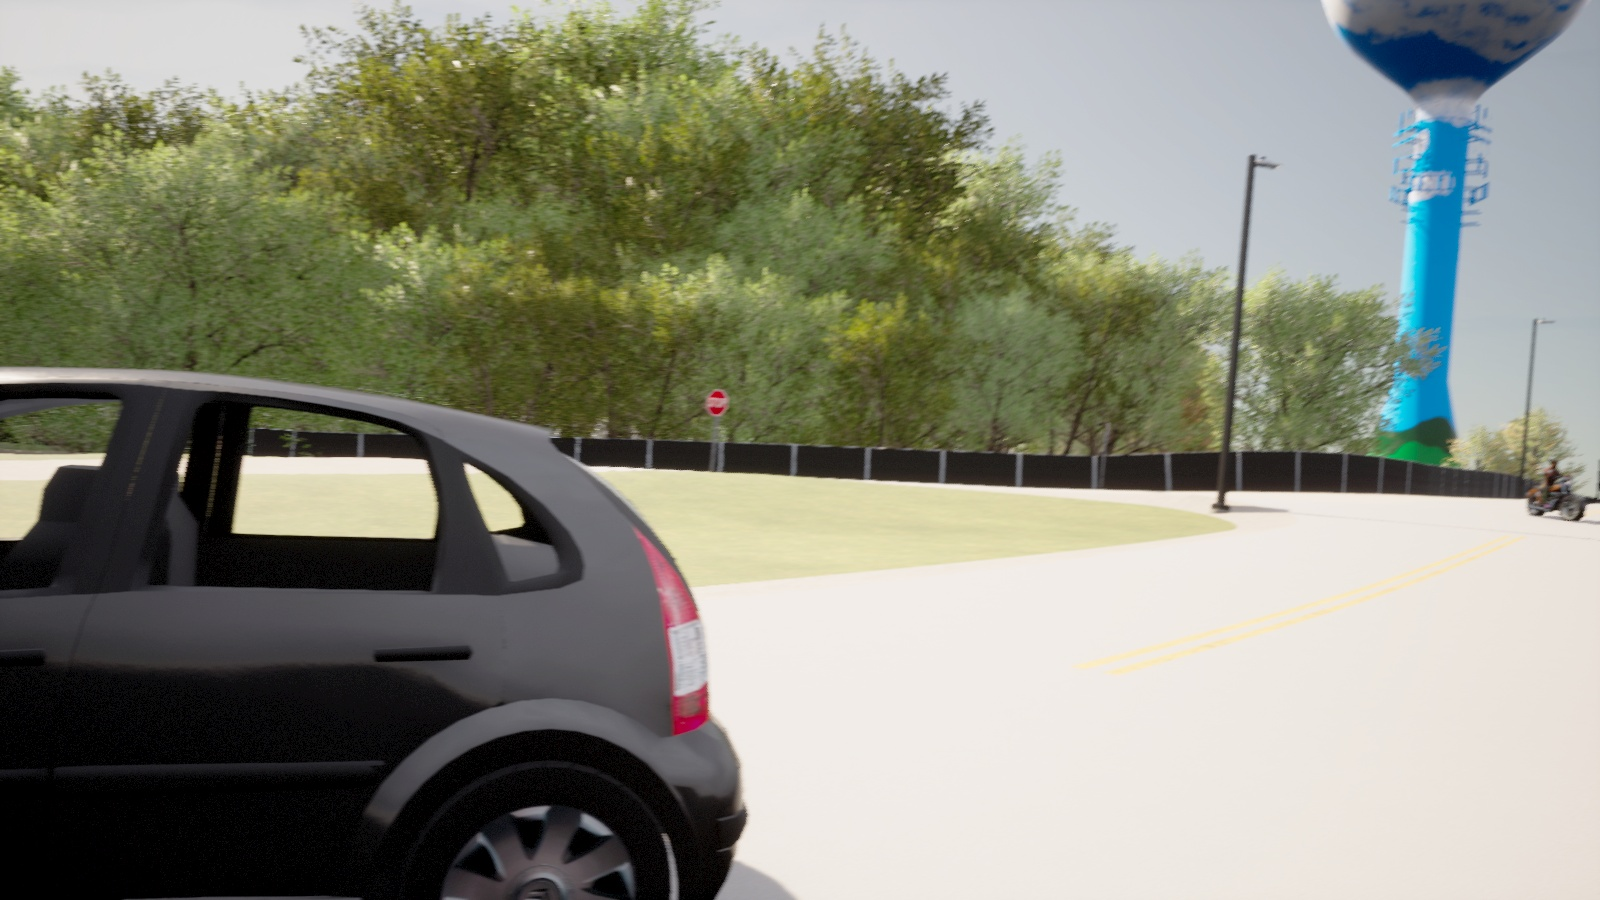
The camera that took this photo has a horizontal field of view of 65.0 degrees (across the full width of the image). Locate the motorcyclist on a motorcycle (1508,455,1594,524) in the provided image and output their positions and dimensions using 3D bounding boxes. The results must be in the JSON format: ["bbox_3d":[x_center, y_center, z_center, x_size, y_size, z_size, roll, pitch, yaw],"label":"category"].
[{"bbox_3d":[20.054,1.033,33.606,0.766,1.649,2.350,5,2,1],"label":"motorcyclist on a motorcycle"}]

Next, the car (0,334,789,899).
[{"bbox_3d":[-2.254,0.519,3.542,3.988,1.617,1.851,4,0,-17],"label":"car"}]
